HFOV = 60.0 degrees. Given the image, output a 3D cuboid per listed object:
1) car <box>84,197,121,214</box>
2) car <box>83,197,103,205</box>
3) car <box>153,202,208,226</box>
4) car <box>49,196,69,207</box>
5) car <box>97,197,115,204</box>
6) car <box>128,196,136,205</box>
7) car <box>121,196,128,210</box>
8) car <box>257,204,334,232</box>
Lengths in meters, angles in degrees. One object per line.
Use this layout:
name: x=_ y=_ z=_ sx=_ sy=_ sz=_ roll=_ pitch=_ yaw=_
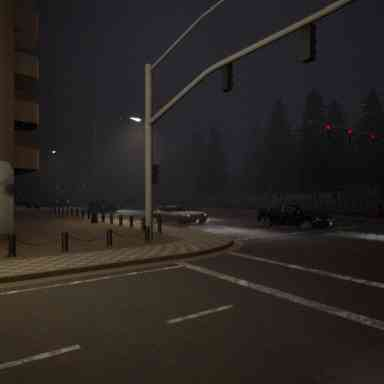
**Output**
car: x=-10.057 y=1.533 z=37.015 sx=1.882 sy=1.535 sz=5.008 roll=0 pitch=0 yaw=-36
car: x=-18.003 y=1.656 z=60.366 sx=1.895 sy=1.301 sz=4.718 roll=0 pitch=0 yaw=-36
car: x=-0.898 y=1.656 z=24.282 sx=1.895 sy=1.301 sz=4.718 roll=0 pitch=0 yaw=-36
car: x=-20.781 y=1.461 z=52.073 sx=2.097 sy=1.767 sz=4.553 roll=0 pitch=0 yaw=-36
car: x=-16.676 y=1.656 z=64.486 sx=1.895 sy=1.301 sz=4.718 roll=0 pitch=0 yaw=-36
car: x=-11.416 y=1.408 z=57.209 sx=2.097 sy=1.767 sz=4.553 roll=0 pitch=0 yaw=-36
car: x=-10.758 y=1.546 z=43.993 sx=2.128 sy=1.511 sz=4.902 roll=0 pitch=0 yaw=-36
car: x=6.287 y=1.542 z=20.690 sx=2.128 sy=1.511 sz=4.902 roll=0 pitch=0 yaw=-40
